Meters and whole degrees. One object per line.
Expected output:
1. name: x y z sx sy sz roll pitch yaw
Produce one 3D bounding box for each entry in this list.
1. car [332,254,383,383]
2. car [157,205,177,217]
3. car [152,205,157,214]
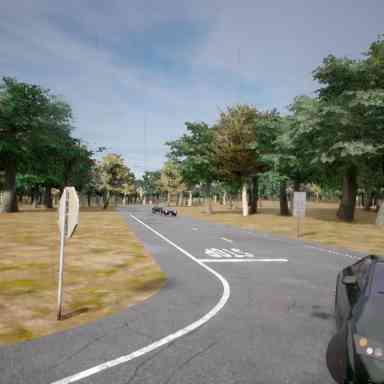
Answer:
1. car: 3.113 1.643 4.634 1.994 1.385 4.181 1 -1 22
2. car: -3.457 2.848 48.040 1.895 1.301 4.718 3 -2 -13
3. car: -5.709 2.959 56.887 1.882 1.535 5.008 3 -2 -14
